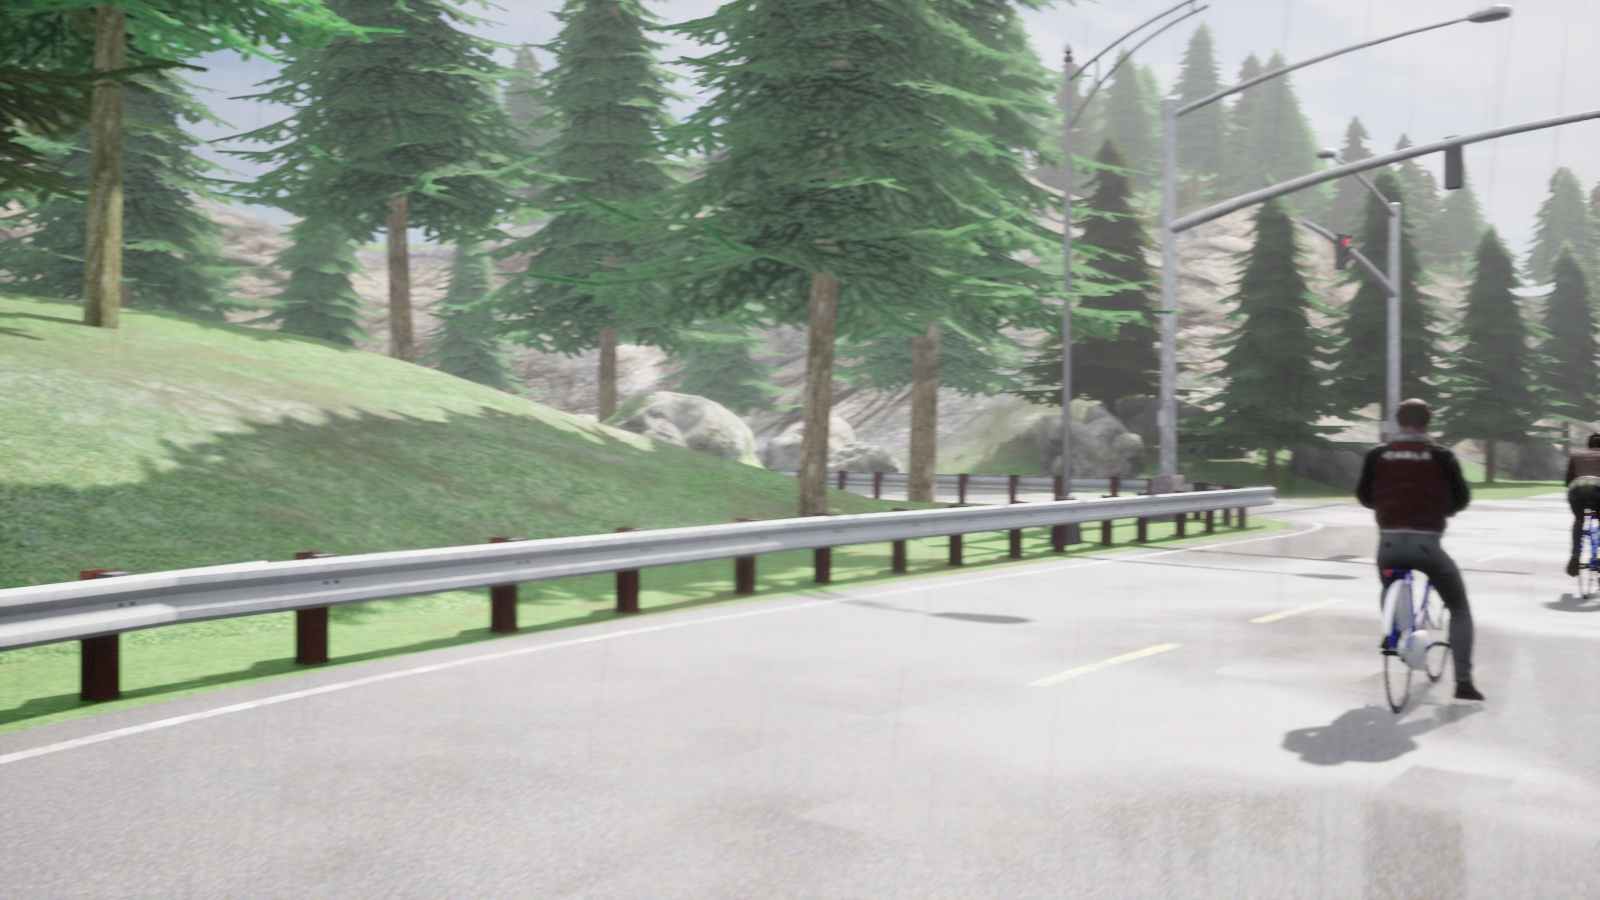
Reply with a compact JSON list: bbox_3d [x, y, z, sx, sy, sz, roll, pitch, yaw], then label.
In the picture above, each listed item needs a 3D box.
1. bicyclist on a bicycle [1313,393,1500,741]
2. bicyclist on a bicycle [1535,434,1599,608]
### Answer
[{"bbox_3d":[3.587,0.590,7.341,0.659,1.776,1.843,0,1,36],"label":"bicyclist on a bicycle"},{"bbox_3d":[7.788,0.662,12.444,0.582,1.620,1.656,1,0,40],"label":"bicyclist on a bicycle"}]
